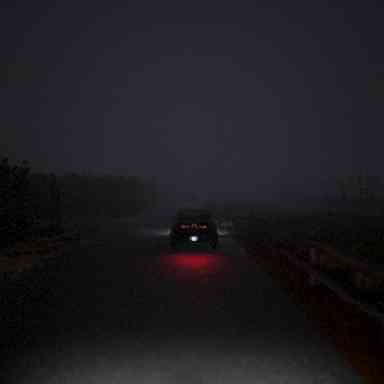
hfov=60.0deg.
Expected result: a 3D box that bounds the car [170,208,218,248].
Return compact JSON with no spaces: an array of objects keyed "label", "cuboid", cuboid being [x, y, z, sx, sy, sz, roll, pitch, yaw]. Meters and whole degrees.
[{"label":"car","cuboid":[0.081,1.487,14.745,1.837,1.490,4.892,0,0,0]}]

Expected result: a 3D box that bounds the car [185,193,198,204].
[{"label":"car","cuboid":[-0.023,1.151,60.985,2.150,2.045,5.566,0,0,0]}]
